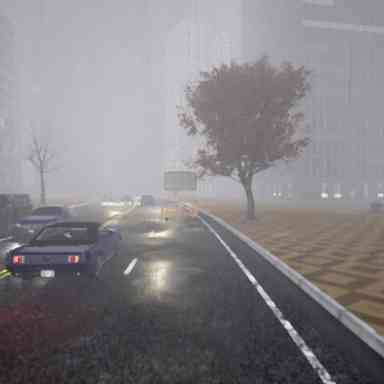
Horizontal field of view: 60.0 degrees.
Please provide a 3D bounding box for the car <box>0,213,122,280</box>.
[{"bbox_3d":[-3.318,1.530,9.724,1.895,1.301,4.718,0,0,-2],"label":"car"}]

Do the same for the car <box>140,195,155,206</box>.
[{"bbox_3d":[-6.399,1.104,47.595,1.882,1.535,5.008,0,0,-8],"label":"car"}]

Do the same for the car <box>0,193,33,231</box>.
[{"bbox_3d":[-10.371,1.099,17.762,2.150,2.045,5.566,0,0,-3],"label":"car"}]

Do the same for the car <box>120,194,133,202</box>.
[{"bbox_3d":[-11.469,1.096,58.508,1.994,1.385,4.181,0,1,-9],"label":"car"}]

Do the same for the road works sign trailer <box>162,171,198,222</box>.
[{"bbox_3d":[-0.843,0.279,24.404,2.380,3.560,2.880,0,0,-5],"label":"road works sign trailer"}]

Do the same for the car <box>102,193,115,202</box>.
[{"bbox_3d":[-14.935,1.020,59.626,2.128,1.511,4.902,0,1,-9],"label":"car"}]

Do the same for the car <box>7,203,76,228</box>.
[{"bbox_3d":[-7.074,1.407,16.715,1.812,1.442,4.674,0,0,-3],"label":"car"}]
